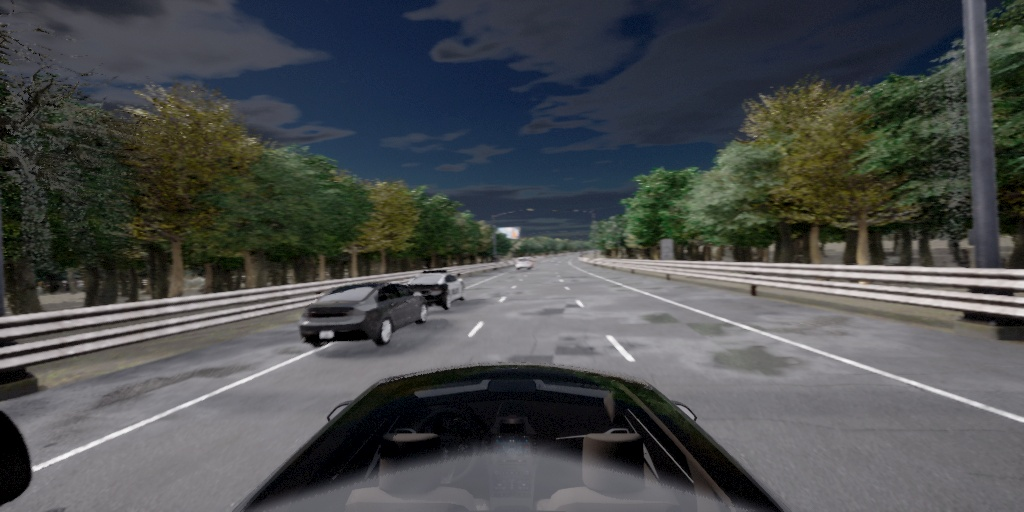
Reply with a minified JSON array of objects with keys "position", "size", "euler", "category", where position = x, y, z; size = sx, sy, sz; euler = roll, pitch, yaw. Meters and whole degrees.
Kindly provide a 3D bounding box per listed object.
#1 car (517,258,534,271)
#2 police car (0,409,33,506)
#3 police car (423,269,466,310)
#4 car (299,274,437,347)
[{"position":[2.021,1.308,59.904],"size":[2.150,2.045,5.566],"euler":[-2,-1,7],"category":"car"},{"position":[-4.573,1.366,0.381],"size":[1.930,1.638,5.238],"euler":[-3,0,4],"category":"police car"},{"position":[-3.402,1.432,16.337],"size":[1.930,1.638,5.238],"euler":[-3,0,5],"category":"police car"},{"position":[-3.870,1.488,10.243],"size":[1.837,1.490,4.892],"euler":[-3,0,4],"category":"car"}]
